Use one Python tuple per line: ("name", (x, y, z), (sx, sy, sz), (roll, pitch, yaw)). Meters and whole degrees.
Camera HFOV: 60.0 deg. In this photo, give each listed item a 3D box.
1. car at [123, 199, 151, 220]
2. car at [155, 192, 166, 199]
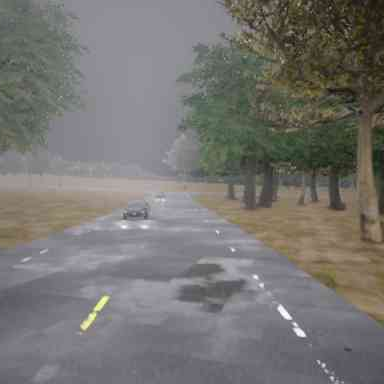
("car", (-4.362, 1.372, 26.841), (1.837, 1.490, 4.892), (0, 0, -3))
("car", (-6.399, 0.708, 67.873), (1.994, 1.385, 4.181), (0, 2, -3))
